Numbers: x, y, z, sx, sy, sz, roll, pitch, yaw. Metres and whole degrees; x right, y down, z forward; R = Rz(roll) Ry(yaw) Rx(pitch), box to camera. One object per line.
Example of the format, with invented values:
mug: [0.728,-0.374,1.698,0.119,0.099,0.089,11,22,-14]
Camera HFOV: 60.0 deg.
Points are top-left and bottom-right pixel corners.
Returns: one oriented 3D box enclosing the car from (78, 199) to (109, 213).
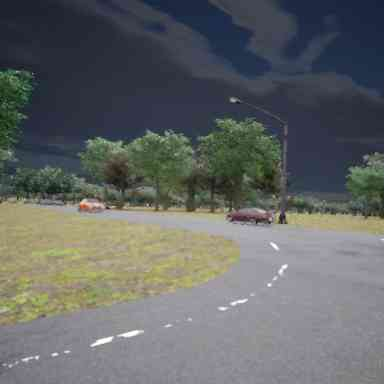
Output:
car: [-12.411,1.609,41.042,2.097,1.767,4.553,5,-3,-35]

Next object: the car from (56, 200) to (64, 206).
car: [-33.810,2.825,83.914,2.033,1.411,5.357,5,-3,-35]

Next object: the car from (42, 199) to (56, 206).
car: [-31.113,2.304,71.610,1.837,1.490,4.892,4,-3,-27]

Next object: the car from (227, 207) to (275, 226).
car: [4.950,2.046,28.337,1.812,1.442,4.674,5,-3,-35]

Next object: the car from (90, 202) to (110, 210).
car: [-16.443,2.489,59.010,1.895,1.301,4.718,5,-3,-35]
